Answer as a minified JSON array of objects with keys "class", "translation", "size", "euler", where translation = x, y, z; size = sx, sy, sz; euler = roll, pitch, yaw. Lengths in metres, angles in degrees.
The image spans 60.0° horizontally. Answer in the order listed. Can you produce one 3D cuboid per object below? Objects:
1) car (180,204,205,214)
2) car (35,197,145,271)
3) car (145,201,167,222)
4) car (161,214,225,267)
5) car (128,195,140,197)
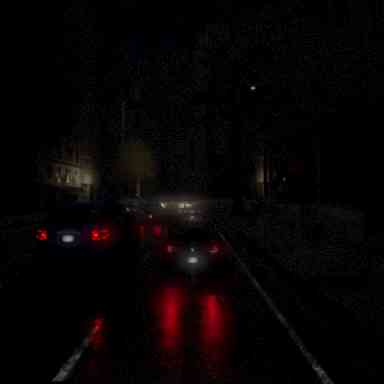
[{"class":"car","translation":[0.054,1.703,27.411],"size":[2.128,1.511,4.902],"euler":[0,0,0]},{"class":"car","translation":[-3.209,1.316,11.361],"size":[2.150,2.045,5.566],"euler":[0,0,1]},{"class":"car","translation":[-3.192,1.741,28.079],"size":[1.812,1.442,4.674],"euler":[0,0,1]},{"class":"car","translation":[0.045,1.698,11.812],"size":[1.895,1.301,4.718],"euler":[0,0,1]},{"class":"car","translation":[-9.766,1.602,55.685],"size":[2.150,2.045,5.566],"euler":[0,-1,1]}]
